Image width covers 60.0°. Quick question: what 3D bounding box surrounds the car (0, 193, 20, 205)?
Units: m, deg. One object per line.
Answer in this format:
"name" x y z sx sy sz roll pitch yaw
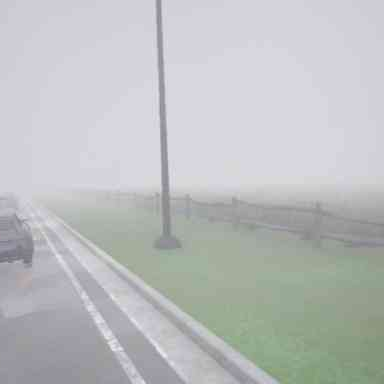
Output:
"car" -15.509 0.805 27.703 2.128 1.511 4.902 -3 3 -28

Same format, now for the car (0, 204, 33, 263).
"car" -6.020 1.311 10.158 1.994 1.385 4.181 -3 3 -28
